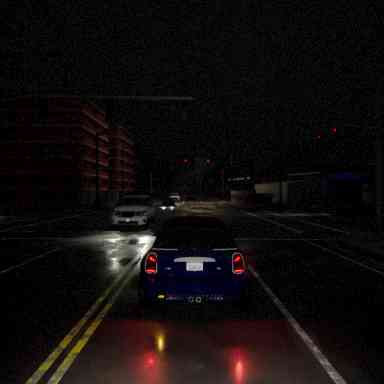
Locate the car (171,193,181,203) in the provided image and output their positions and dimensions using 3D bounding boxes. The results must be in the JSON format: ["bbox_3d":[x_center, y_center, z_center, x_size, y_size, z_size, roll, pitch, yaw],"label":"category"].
[{"bbox_3d":[-3.664,1.223,68.938,2.150,2.045,5.566,0,0,0],"label":"car"}]

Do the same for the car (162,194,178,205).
[{"bbox_3d":[-3.719,1.547,53.458,2.033,1.411,5.357,0,0,0],"label":"car"}]

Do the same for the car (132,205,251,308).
[{"bbox_3d":[0.056,1.352,8.074,2.097,1.767,4.553,0,0,0],"label":"car"}]

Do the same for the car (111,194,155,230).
[{"bbox_3d":[-3.643,1.200,21.593,2.150,2.045,5.566,0,1,0],"label":"car"}]

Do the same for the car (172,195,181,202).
[{"bbox_3d":[-3.685,1.540,79.639,2.033,1.411,5.357,0,0,0],"label":"car"}]

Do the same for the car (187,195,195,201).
[{"bbox_3d":[-0.189,1.500,81.242,1.837,1.490,4.892,0,0,0],"label":"car"}]

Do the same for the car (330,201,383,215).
[{"bbox_3d":[16.390,1.601,33.161,4.718,1.301,1.895,0,0,0],"label":"car"}]
